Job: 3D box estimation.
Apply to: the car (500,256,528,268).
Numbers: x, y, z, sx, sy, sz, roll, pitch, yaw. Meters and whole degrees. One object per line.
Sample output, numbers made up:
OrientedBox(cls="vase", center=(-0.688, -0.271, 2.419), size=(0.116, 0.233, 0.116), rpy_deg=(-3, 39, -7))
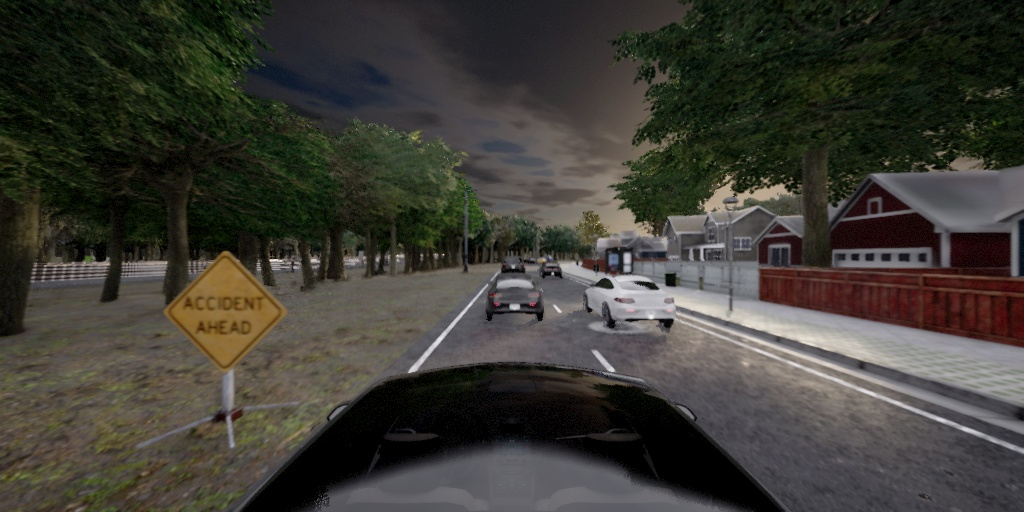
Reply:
OrientedBox(cls="car", center=(0.087, 1.029, 33.093), size=(2.150, 2.045, 5.566), rpy_deg=(0, 0, 0))

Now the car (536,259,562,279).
OrientedBox(cls="car", center=(3.597, 1.313, 34.014), size=(1.837, 1.490, 4.892), rpy_deg=(0, 0, 0))

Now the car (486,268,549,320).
OrientedBox(cls="car", center=(0.090, 1.313, 12.693), size=(1.812, 1.442, 4.674), rpy_deg=(0, 0, 0))

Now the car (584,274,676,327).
OrientedBox(cls="car", center=(3.582, 1.310, 11.530), size=(1.812, 1.442, 4.674), rpy_deg=(0, 0, 0))

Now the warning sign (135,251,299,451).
OrientedBox(cls="warning sign", center=(-3.050, 0.875, 3.854), size=(1.300, 1.860, 1.060), rpy_deg=(0, 0, 0))
